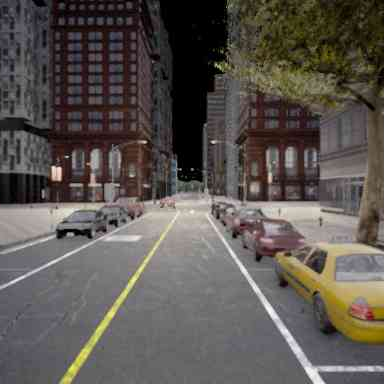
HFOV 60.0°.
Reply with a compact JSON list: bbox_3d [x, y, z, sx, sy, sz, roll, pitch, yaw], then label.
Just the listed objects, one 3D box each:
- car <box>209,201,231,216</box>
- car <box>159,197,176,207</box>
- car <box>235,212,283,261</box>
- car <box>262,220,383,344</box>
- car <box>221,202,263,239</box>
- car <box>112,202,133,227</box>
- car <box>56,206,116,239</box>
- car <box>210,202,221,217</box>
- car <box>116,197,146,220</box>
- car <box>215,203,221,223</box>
[{"bbox_3d":[2.855,1.671,34.625,1.947,1.339,4.313,0,0,0],"label":"car"},{"bbox_3d":[-3.000,1.264,41.237,1.882,1.535,5.008,0,0,0],"label":"car"},{"bbox_3d":[2.855,1.612,12.066,1.802,1.307,4.206,0,0,0],"label":"car"},{"bbox_3d":[2.855,1.541,6.598,1.752,1.417,4.829,0,0,0],"label":"car"},{"bbox_3d":[2.855,1.486,17.707,1.967,1.590,4.097,0,0,0],"label":"car"},{"bbox_3d":[-5.670,1.631,23.349,1.947,1.339,4.313,0,0,0],"label":"car"},{"bbox_3d":[-5.670,1.612,17.711,1.947,1.339,4.313,0,0,0],"label":"car"},{"bbox_3d":[2.855,1.650,28.984,1.947,1.339,4.313,0,0,0],"label":"car"},{"bbox_3d":[-5.671,1.399,28.988,2.192,1.841,5.009,0,0,0],"label":"car"},{"bbox_3d":[2.855,1.646,23.345,1.802,1.307,4.206,0,0,0],"label":"car"}]
